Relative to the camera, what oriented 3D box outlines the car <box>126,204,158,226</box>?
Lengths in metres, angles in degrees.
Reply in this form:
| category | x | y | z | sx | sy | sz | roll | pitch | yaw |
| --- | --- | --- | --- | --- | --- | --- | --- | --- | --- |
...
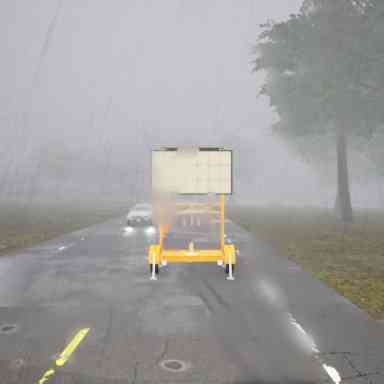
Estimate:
| category | x | y | z | sx | sy | sz | roll | pitch | yaw |
| --- | --- | --- | --- | --- | --- | --- | --- | --- | --- |
| car | -3.567 | 1.597 | 24.469 | 1.812 | 1.442 | 4.674 | 0 | 0 | 0 |

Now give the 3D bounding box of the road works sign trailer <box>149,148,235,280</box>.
| category | x | y | z | sx | sy | sz | roll | pitch | yaw |
| --- | --- | --- | --- | --- | --- | --- | --- | --- | --- |
| road works sign trailer | -0.003 | 0.479 | 10.004 | 2.380 | 3.560 | 2.880 | 0 | 0 | 0 |
